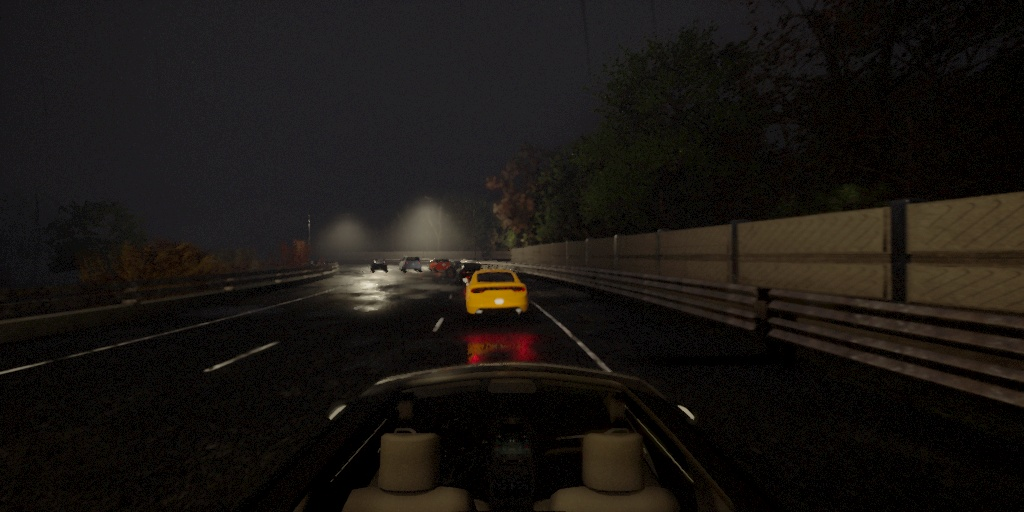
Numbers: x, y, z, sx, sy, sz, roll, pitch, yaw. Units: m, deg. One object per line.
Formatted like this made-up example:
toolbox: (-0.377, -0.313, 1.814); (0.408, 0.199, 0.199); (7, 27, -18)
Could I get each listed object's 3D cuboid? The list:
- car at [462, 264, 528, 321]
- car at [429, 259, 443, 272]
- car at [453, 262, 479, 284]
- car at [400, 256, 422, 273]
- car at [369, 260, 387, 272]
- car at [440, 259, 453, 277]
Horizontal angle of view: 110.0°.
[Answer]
car: (-0.706, 1.194, 12.781); (1.882, 1.535, 5.008); (-1, -1, -8)
car: (-9.089, 1.104, 45.281); (2.097, 1.767, 4.553); (0, 0, -23)
car: (-3.130, 1.250, 26.671); (1.837, 1.490, 4.892); (0, 0, -13)
car: (-12.695, 0.992, 44.801); (2.150, 2.045, 5.566); (0, 0, -23)
car: (-17.266, 1.278, 46.413); (2.128, 1.511, 4.902); (0, 0, -25)
car: (-5.144, 1.293, 34.732); (2.033, 1.411, 5.357); (0, 0, -22)
